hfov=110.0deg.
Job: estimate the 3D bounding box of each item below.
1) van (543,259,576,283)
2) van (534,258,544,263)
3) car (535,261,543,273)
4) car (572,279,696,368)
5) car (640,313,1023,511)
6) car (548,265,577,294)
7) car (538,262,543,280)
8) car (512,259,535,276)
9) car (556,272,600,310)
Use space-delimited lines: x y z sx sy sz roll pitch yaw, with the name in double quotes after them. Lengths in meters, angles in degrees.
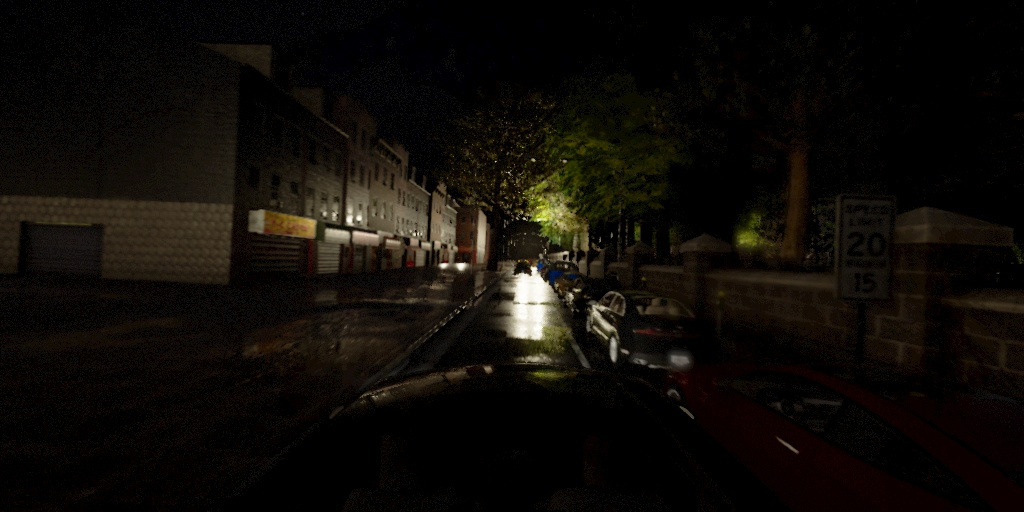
3.209 1.214 23.753 1.690 1.789 3.998 0 0 2 "van"
3.909 1.247 45.540 1.690 1.789 3.998 0 0 2 "van"
3.559 1.438 34.647 2.007 1.370 4.403 0 0 2 "car"
2.707 1.414 7.875 2.007 1.370 4.403 0 0 2 "car"
2.557 1.444 2.593 1.802 1.307 4.207 0 0 2 "car"
3.039 1.395 18.477 1.751 1.417 4.829 0 0 2 "car"
3.384 1.446 29.200 1.948 1.339 4.313 0 0 2 "car"
1.146 1.308 37.595 1.812 1.442 4.674 2 0 2 "car"
2.858 1.431 12.861 1.948 1.339 4.313 0 0 2 "car"
